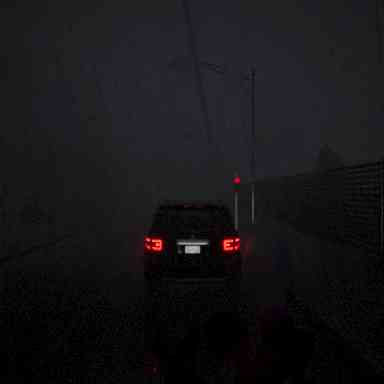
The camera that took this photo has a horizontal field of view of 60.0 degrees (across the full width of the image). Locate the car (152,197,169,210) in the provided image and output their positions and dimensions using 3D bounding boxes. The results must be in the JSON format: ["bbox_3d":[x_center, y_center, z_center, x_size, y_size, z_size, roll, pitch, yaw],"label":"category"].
[{"bbox_3d":[-4.151,1.504,44.041,1.837,1.490,4.892,0,0,0],"label":"car"}]

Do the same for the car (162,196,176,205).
[{"bbox_3d":[-4.146,1.492,61.185,2.128,1.511,4.902,0,0,0],"label":"car"}]

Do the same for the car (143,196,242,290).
[{"bbox_3d":[0.032,1.221,9.199,2.150,2.045,5.566,0,0,0],"label":"car"}]

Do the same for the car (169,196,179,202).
[{"bbox_3d":[-4.097,1.594,76.463,1.895,1.301,4.718,0,0,0],"label":"car"}]

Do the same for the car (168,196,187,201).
[{"bbox_3d":[-3.815,1.595,87.275,4.718,1.301,1.895,0,0,40],"label":"car"}]

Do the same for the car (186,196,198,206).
[{"bbox_3d":[0.027,1.477,57.402,1.882,1.535,5.008,0,0,0],"label":"car"}]
